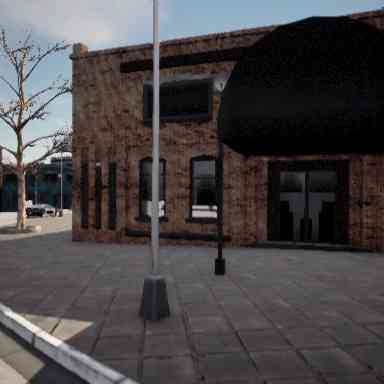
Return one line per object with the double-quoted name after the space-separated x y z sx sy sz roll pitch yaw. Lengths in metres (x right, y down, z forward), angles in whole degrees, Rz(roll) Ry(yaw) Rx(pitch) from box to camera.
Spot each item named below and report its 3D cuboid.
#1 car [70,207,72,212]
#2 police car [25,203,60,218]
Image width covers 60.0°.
-14.634 2.219 46.282 1.801 1.575 5.366 0 -1 18 "car"
-16.558 2.006 37.075 1.930 1.638 5.238 0 -1 5 "police car"
